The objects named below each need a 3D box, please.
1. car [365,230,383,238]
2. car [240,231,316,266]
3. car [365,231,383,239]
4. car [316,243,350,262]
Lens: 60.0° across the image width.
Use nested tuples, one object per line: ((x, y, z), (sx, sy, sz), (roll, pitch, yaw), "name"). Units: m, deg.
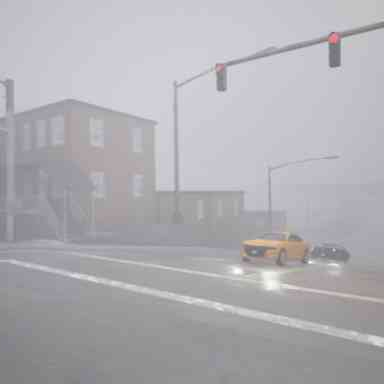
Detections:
((41.462, 9.369, 74.898), (1.853, 1.218, 4.536), (-1, -1, -11), "car")
((4.140, 2.639, 16.090), (1.882, 1.535, 5.008), (-2, -9, 37), "car")
((41.474, 9.526, 74.846), (2.038, 1.542, 4.974), (-1, -1, -11), "car")
((10.110, 4.423, 24.327), (1.895, 1.301, 4.718), (-1, -13, 35), "car")
